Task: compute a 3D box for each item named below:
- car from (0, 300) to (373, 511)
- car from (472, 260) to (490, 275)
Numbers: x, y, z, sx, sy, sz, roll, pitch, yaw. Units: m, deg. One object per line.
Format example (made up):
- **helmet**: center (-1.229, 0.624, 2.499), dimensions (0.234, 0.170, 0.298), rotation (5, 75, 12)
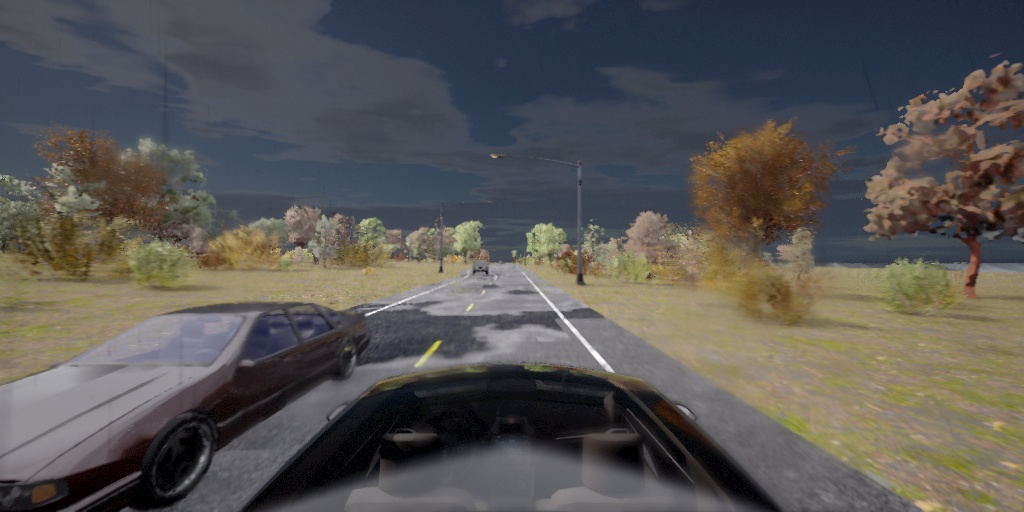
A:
- **car**: center (-3.599, 1.330, 4.621), dimensions (2.033, 1.411, 5.357), rotation (0, -1, 0)
- **car**: center (-4.302, 1.531, 49.090), dimensions (2.150, 2.045, 5.566), rotation (0, -1, -5)
